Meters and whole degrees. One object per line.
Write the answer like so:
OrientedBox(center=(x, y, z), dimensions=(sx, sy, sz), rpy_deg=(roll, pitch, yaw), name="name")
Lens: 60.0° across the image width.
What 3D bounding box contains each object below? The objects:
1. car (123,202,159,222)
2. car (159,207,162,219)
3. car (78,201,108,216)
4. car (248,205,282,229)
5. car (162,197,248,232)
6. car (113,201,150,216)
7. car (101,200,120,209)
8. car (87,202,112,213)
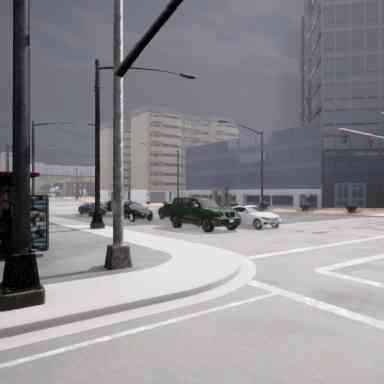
OrientedBox(center=(-5.165, 1.741, 29.264), dimensions=(1.837, 1.490, 4.892), rpy_deg=(0, -1, -36), name="car")
OrientedBox(center=(-1.391, 1.740, 30.083), dimensions=(1.812, 1.442, 4.674), rpy_deg=(0, -1, -36), name="car")
OrientedBox(center=(-11.411, 1.939, 37.880), dimensions=(2.033, 1.411, 5.357), rpy_deg=(0, -1, -36), name="car")
OrientedBox(center=(3.908, 1.635, 22.695), dimensions=(1.812, 1.442, 4.674), rpy_deg=(0, -1, -35), name="car")
OrientedBox(center=(0.641, 1.335, 21.264), dimensions=(2.150, 2.045, 5.566), rpy_deg=(0, -1, -36), name="car")
OrientedBox(center=(-6.903, 1.841, 37.626), dimensions=(2.128, 1.511, 4.902), rpy_deg=(0, -1, -36), name="car")
OrientedBox(center=(-15.084, 2.262, 61.136), dimensions=(1.994, 1.385, 4.181), rpy_deg=(0, -1, -36), name="car")
OrientedBox(center=(-12.734, 2.060, 45.719), dimensions=(1.994, 1.385, 4.181), rpy_deg=(0, -1, -35), name="car")
